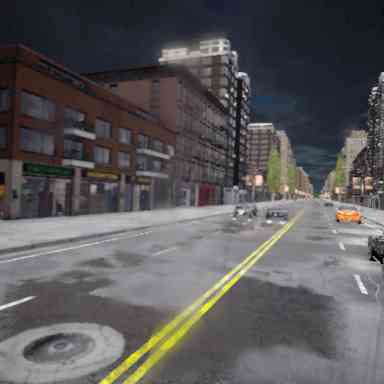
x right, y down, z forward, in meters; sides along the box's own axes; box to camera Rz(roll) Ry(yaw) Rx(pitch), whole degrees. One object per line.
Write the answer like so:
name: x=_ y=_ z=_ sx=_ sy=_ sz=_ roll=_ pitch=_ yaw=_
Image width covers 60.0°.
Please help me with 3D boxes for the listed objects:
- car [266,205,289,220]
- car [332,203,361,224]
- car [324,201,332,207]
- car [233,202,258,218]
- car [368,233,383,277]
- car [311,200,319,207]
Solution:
car: x=8.736 y=2.039 z=33.821 sx=1.994 sy=1.385 sz=4.181 roll=2 pitch=0 yaw=21
car: x=15.359 y=2.090 z=32.948 sx=2.097 sy=1.767 sz=4.553 roll=2 pitch=0 yaw=21
car: x=35.899 y=3.193 z=87.280 sx=1.882 sy=1.535 sz=5.008 roll=2 pitch=0 yaw=21
car: x=5.702 y=1.848 z=34.972 sx=2.128 sy=1.511 sz=4.902 roll=2 pitch=0 yaw=21
car: x=6.893 y=1.918 z=10.579 sx=1.895 sy=1.301 sz=4.718 roll=2 pitch=0 yaw=21
car: x=32.860 y=3.123 z=88.430 sx=2.128 sy=1.511 sz=4.902 roll=2 pitch=0 yaw=21
